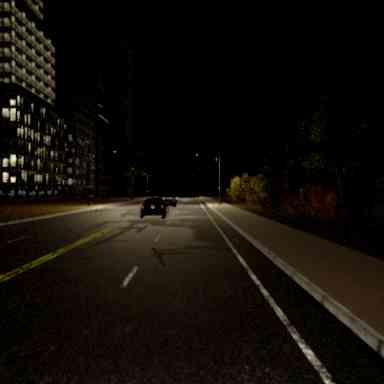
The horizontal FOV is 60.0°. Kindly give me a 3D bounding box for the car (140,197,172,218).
[{"bbox_3d":[-3.194,1.281,29.147,2.097,1.767,4.553,0,0,0],"label":"car"}]

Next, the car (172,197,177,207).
[{"bbox_3d":[-3.226,1.445,49.063,1.994,1.385,4.181,0,0,0],"label":"car"}]
